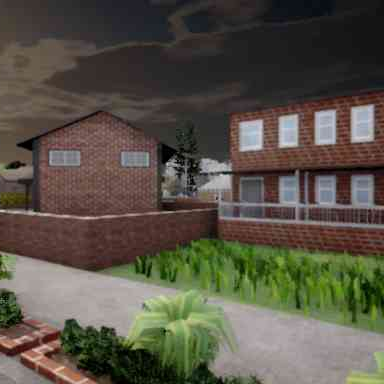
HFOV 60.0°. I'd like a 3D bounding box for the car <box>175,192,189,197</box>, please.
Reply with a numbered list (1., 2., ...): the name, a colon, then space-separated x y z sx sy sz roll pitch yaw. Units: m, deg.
1. car: -2.659 0.963 87.048 3.866 1.878 1.905 0 0 -19
